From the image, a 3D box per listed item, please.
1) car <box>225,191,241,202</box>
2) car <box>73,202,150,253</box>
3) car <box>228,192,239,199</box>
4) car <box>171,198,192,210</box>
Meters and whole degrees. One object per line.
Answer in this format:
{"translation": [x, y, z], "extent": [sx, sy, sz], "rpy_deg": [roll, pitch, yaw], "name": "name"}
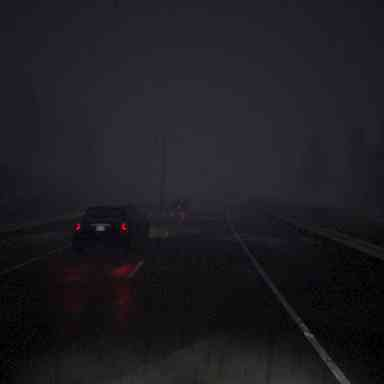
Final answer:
{"translation": [7.603, 0.780, 63.773], "extent": [2.150, 2.045, 5.566], "rpy_deg": [0, 0, 11], "name": "car"}
{"translation": [-3.031, 1.254, 13.448], "extent": [2.097, 1.767, 4.553], "rpy_deg": [0, 0, 2], "name": "car"}
{"translation": [9.993, 0.830, 80.202], "extent": [2.033, 1.411, 5.357], "rpy_deg": [0, 0, 15], "name": "car"}
{"translation": [-1.121, 1.334, 37.654], "extent": [1.895, 1.301, 4.718], "rpy_deg": [0, 0, 7], "name": "car"}
